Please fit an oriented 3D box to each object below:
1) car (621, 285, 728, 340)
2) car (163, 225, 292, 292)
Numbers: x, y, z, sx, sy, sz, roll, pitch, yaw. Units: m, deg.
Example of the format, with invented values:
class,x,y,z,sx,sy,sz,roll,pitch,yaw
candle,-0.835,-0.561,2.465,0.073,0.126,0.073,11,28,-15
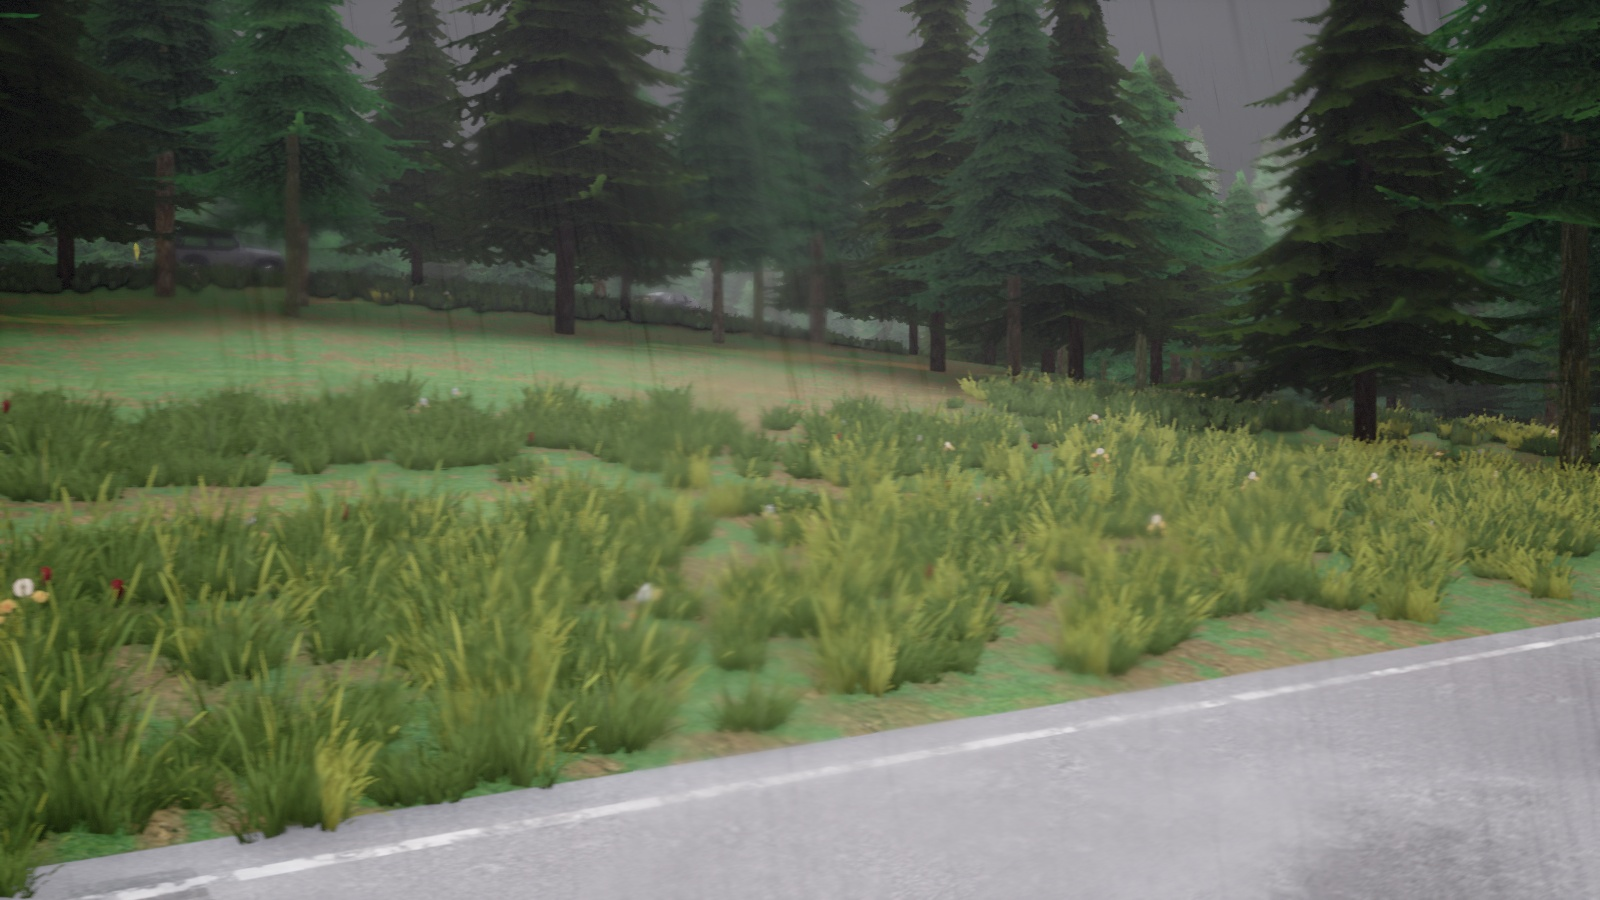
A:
class,x,y,z,sx,sy,sz,roll,pitch,yaw
car,-5.405,-5.932,54.656,1.837,1.490,4.892,0,-4,35
car,-19.413,-6.462,42.695,3.866,1.878,1.905,-2,1,-23
